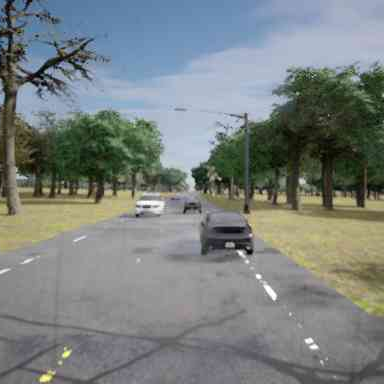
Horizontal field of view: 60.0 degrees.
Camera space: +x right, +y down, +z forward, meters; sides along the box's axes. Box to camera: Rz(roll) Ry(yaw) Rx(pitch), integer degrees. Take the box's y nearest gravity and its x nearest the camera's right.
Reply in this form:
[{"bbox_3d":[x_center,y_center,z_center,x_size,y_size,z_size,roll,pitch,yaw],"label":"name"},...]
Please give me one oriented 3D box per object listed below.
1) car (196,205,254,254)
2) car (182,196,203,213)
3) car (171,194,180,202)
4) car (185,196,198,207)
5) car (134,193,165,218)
[{"bbox_3d":[1.220,1.457,13.126,1.837,1.490,4.892,0,0,0],"label":"car"},{"bbox_3d":[0.035,1.386,35.090,1.837,1.490,4.892,0,0,0],"label":"car"},{"bbox_3d":[-3.524,1.209,71.073,1.882,1.535,5.008,0,0,0],"label":"car"},{"bbox_3d":[0.000,1.361,48.748,1.812,1.442,4.674,0,0,0],"label":"car"},{"bbox_3d":[-3.609,1.119,29.215,2.150,2.045,5.566,0,0,0],"label":"car"}]
